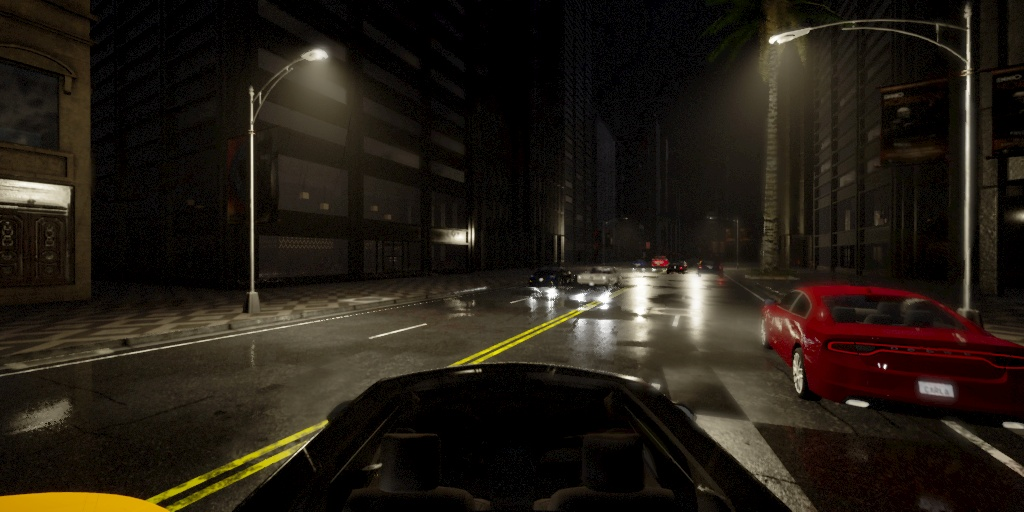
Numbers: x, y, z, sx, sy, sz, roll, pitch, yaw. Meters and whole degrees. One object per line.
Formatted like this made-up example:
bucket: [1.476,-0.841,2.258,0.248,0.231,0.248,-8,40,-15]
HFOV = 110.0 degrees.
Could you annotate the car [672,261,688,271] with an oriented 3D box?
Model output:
car: [23.563,1.379,50.290,1.895,1.301,4.718,0,0,27]

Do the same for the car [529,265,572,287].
car: [2.756,1.318,24.534,1.994,1.385,4.181,0,0,27]

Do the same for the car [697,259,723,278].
car: [19.308,1.117,34.971,2.097,1.767,4.553,0,0,27]

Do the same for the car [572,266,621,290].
car: [5.696,1.355,23.144,1.895,1.301,4.718,0,0,27]

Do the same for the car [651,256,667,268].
car: [24.828,1.010,60.162,2.150,2.045,5.566,0,0,28]

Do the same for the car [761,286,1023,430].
car: [5.517,1.228,5.902,1.882,1.535,5.008,0,0,27]

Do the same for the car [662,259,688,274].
car: [18.671,1.316,40.794,2.033,1.411,5.357,0,0,27]
